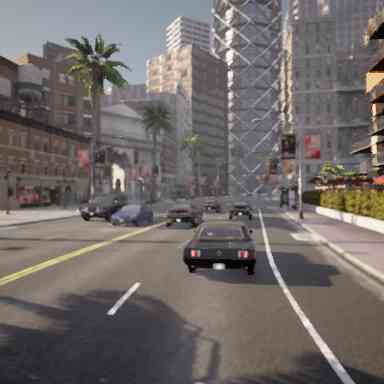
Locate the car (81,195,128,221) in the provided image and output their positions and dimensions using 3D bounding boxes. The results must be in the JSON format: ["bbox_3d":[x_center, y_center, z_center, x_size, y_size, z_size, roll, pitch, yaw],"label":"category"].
[{"bbox_3d":[-6.900,1.245,27.239,2.150,2.045,5.566,0,0,11],"label":"car"}]

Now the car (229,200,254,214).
[{"bbox_3d":[4.245,1.483,28.638,1.837,1.490,4.892,0,0,11],"label":"car"}]

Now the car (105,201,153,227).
[{"bbox_3d":[-4.064,1.539,23.403,1.812,1.442,4.674,0,0,11],"label":"car"}]

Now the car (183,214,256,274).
[{"bbox_3d":[0.999,1.595,10.624,1.895,1.301,4.718,0,0,8],"label":"car"}]

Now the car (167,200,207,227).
[{"bbox_3d":[-0.398,1.501,22.801,1.837,1.490,4.892,0,0,10],"label":"car"}]

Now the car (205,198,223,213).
[{"bbox_3d":[2.236,1.488,36.865,1.837,1.490,4.892,0,-1,11],"label":"car"}]
